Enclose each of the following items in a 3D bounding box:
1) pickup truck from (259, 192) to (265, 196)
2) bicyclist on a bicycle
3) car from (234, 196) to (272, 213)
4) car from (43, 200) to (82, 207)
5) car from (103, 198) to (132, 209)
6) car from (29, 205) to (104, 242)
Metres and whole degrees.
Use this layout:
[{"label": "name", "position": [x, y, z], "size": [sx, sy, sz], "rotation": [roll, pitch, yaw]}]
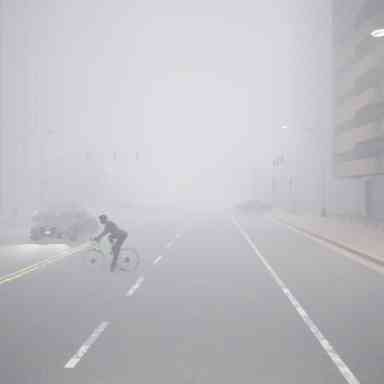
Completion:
[{"label": "pickup truck", "position": [18.811, 1.059, 89.148], "size": [2.390, 2.098, 6.274], "rotation": [0, 0, 34]}, {"label": "bicyclist on a bicycle", "position": [-2.310, 1.455, 9.321], "size": [1.656, 1.620, 0.582], "rotation": [-2, 0, 4]}, {"label": "car", "position": [6.933, 1.526, 37.598], "size": [4.674, 1.442, 1.812], "rotation": [0, 0, -31]}, {"label": "car", "position": [-9.163, 1.351, 23.303], "size": [2.097, 1.767, 4.553], "rotation": [0, 0, 4]}, {"label": "car", "position": [-10.308, 1.564, 45.951], "size": [4.181, 1.385, 1.994], "rotation": [0, 0, 28]}, {"label": "car", "position": [-6.135, 1.562, 16.421], "size": [1.994, 1.385, 4.181], "rotation": [0, 0, 4]}]
